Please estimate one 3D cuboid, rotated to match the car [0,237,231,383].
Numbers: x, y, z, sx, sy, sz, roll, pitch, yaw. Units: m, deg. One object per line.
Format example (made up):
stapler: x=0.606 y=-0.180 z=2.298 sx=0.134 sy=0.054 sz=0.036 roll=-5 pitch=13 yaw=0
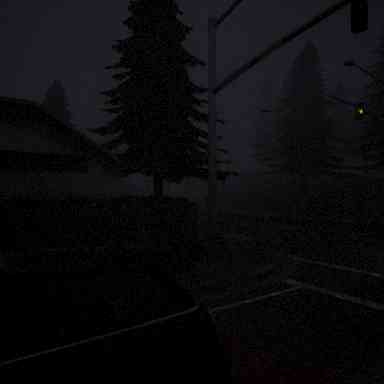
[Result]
car: x=-1.904 y=1.352 z=2.655 sx=4.553 sy=1.767 sz=2.097 roll=0 pitch=0 yaw=-35
